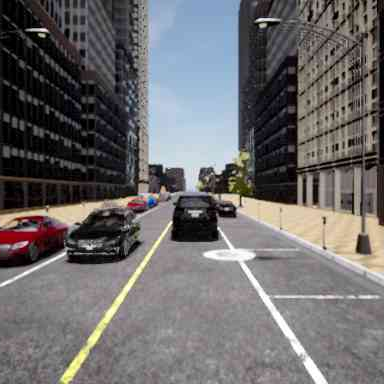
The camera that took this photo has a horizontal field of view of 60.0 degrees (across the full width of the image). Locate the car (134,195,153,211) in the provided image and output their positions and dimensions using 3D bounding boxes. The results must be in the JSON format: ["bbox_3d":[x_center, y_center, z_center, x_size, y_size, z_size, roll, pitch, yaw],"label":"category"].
[{"bbox_3d":[-5.574,1.316,34.382,1.887,1.381,4.507,0,0,0],"label":"car"}]

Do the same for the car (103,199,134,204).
[{"bbox_3d":[-5.612,1.398,22.998,2.008,1.369,4.403,0,0,0],"label":"car"}]

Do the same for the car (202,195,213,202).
[{"bbox_3d":[2.903,1.162,62.799,1.802,1.307,4.206,0,0,0],"label":"car"}]

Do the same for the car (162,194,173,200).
[{"bbox_3d":[-5.439,1.060,74.227,1.947,1.339,4.313,0,0,0],"label":"car"}]

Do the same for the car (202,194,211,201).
[{"bbox_3d":[2.923,1.064,68.661,1.752,1.417,4.829,0,0,0],"label":"car"}]

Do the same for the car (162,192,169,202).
[{"bbox_3d":[-5.477,1.015,62.841,1.967,1.590,4.097,0,0,0],"label":"car"}]

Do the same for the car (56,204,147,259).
[{"bbox_3d":[-3.059,1.423,12.391,1.837,1.490,4.892,0,0,0],"label":"car"}]

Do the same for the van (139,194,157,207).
[{"bbox_3d":[-5.553,1.074,40.073,1.690,1.788,3.998,0,0,0],"label":"van"}]

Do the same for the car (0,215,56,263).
[{"bbox_3d":[-5.651,1.504,11.612,1.802,1.307,4.206,0,0,0],"label":"car"}]

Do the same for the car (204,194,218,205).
[{"bbox_3d":[2.866,1.100,51.414,1.967,1.590,4.097,0,0,0],"label":"car"}]

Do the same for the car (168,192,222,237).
[{"bbox_3d":[0.155,1.109,17.362,2.150,2.045,5.566,0,0,0],"label":"car"}]

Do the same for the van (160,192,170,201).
[{"bbox_3d":[-5.457,0.876,68.533,1.690,1.788,3.998,0,0,0],"label":"van"}]

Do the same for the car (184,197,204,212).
[{"bbox_3d":[0.219,1.311,36.101,2.033,1.411,5.357,0,0,0],"label":"car"}]

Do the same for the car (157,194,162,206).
[{"bbox_3d":[-5.535,1.276,45.767,1.802,1.307,4.206,0,0,0],"label":"car"}]

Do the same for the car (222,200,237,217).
[{"bbox_3d":[2.787,1.381,28.649,1.947,1.339,4.313,0,0,0],"label":"car"}]
